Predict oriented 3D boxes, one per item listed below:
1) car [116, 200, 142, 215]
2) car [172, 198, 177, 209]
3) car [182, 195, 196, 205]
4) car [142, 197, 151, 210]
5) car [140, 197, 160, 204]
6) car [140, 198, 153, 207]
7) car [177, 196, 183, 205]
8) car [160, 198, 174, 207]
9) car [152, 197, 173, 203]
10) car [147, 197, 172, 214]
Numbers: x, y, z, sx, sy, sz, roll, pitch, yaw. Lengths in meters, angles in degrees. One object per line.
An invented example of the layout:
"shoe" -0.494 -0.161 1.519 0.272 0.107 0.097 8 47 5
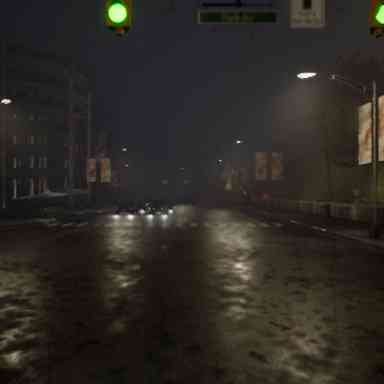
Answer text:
"car" -7.089 1.703 36.999 1.812 1.442 4.674 0 0 0
"car" -3.593 1.728 46.843 1.837 1.490 4.892 0 0 0
"car" -1.168 1.554 69.177 2.150 2.045 5.566 0 0 -29
"car" -7.087 1.770 46.503 2.033 1.411 5.357 0 0 0
"car" -9.596 1.811 75.785 1.837 1.490 4.892 0 0 -43
"car" -7.787 1.775 56.533 1.837 1.490 4.892 0 0 -10
"car" -4.203 1.884 67.446 1.994 1.385 4.181 0 0 -29
"car" -4.370 1.751 57.240 1.882 1.535 5.008 0 0 -10
"car" -6.868 1.852 77.977 2.033 1.411 5.357 0 0 -43
"car" -3.592 1.684 37.428 1.837 1.490 4.892 0 0 0
